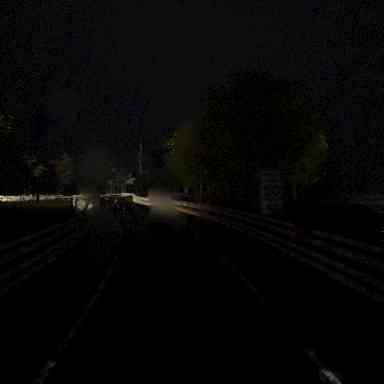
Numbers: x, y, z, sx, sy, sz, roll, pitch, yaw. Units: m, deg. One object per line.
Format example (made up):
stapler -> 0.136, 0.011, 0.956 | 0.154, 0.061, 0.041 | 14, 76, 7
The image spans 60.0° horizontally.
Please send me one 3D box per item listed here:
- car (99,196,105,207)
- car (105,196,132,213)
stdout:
car -> -11.999, 1.244, 46.732 | 2.128, 1.511, 4.902 | 0, 1, -16
car -> -7.619, 1.399, 35.002 | 1.812, 1.442, 4.674 | -1, 1, -23
